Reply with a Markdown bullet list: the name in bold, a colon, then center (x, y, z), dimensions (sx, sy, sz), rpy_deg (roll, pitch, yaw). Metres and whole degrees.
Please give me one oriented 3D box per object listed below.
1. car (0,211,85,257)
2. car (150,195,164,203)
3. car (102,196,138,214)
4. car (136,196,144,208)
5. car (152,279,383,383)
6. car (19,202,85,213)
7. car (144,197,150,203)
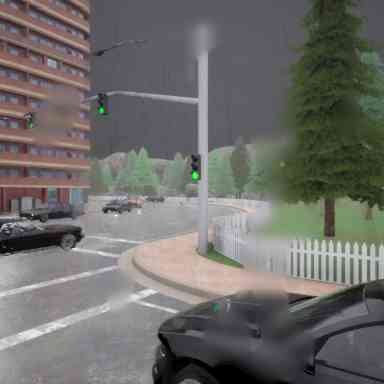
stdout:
- **car**: center (-6.251, 1.580, 11.777), dimensions (1.895, 1.301, 4.718), rpy_deg (0, 0, 34)
- **car**: center (-7.725, 1.448, 69.338), dimensions (1.837, 1.490, 4.892), rpy_deg (0, 0, -42)
- **car**: center (-7.802, 1.492, 35.393), dimensions (2.033, 1.411, 5.357), rpy_deg (0, 0, 7)
- **car**: center (-8.100, 1.296, 45.690), dimensions (2.097, 1.767, 4.553), rpy_deg (0, 0, -11)
- **car**: center (1.890, 1.478, 2.641), dimensions (5.008, 1.535, 1.882), rpy_deg (0, 0, 36)
- **car**: center (-10.623, 1.492, 25.575), dimensions (2.033, 1.411, 5.357), rpy_deg (0, 0, 24)
- **car**: center (-11.242, 1.470, 68.136), dimensions (1.812, 1.442, 4.674), rpy_deg (0, 0, -41)
